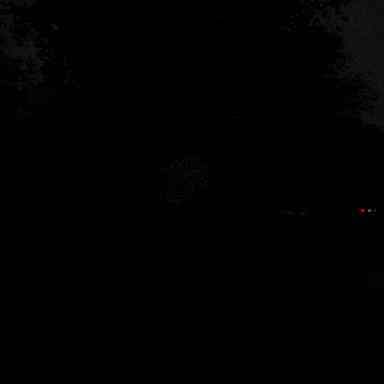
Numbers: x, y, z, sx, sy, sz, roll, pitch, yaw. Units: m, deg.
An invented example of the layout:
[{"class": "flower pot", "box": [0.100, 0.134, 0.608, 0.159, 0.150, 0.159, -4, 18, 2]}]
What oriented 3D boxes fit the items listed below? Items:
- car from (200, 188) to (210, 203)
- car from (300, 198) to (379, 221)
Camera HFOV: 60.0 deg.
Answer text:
[{"class": "car", "box": [2.368, 0.448, 28.408, 2.097, 1.767, 4.553, 2, 2, -35]}, {"class": "car", "box": [9.962, 1.121, 23.055, 2.033, 1.411, 5.357, 2, 2, -28]}]
